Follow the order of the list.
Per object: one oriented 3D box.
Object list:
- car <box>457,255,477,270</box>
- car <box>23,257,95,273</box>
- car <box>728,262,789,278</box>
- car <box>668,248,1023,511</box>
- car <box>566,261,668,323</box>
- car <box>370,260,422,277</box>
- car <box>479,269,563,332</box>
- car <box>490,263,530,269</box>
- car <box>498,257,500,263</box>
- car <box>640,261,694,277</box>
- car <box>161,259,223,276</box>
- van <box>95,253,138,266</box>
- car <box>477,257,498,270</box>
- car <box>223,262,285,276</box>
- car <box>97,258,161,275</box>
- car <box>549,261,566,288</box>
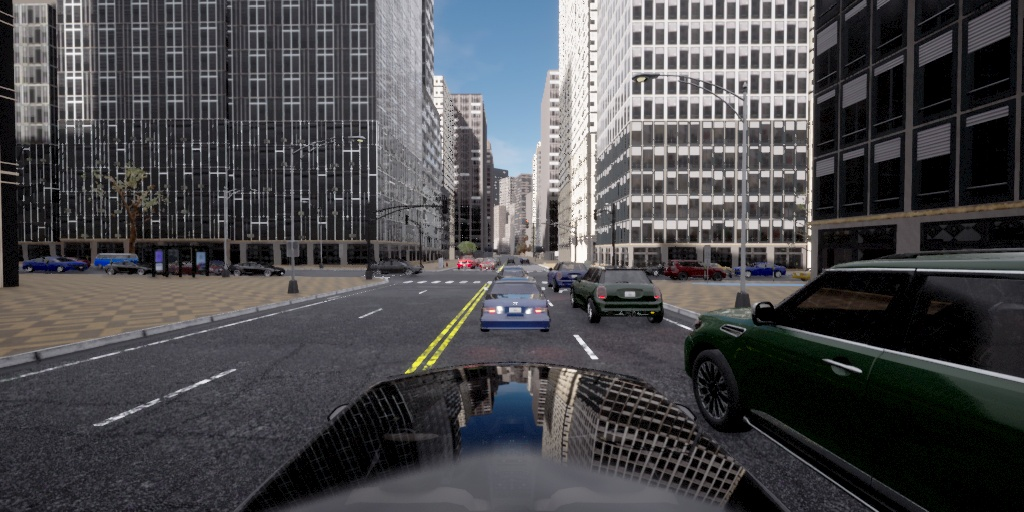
[{"bbox_3d":[-6.721,0.933,53.374,2.150,2.045,5.566,0,0,0],"label":"car"},{"bbox_3d":[-44.912,0.838,35.339,5.008,1.535,1.882,1,1,1],"label":"car"},{"bbox_3d":[25.684,1.420,37.426,5.008,1.535,1.882,1,1,1],"label":"car"},{"bbox_3d":[3.345,0.971,2.394,2.150,2.045,5.566,0,0,0],"label":"car"},{"bbox_3d":[3.324,1.097,12.240,2.097,1.767,4.553,0,0,0],"label":"car"},{"bbox_3d":[-11.196,1.173,34.723,4.892,1.490,1.837,0,1,1],"label":"car"},{"bbox_3d":[0.079,1.293,10.793,2.033,1.411,5.357,0,0,0],"label":"car"},{"bbox_3d":[0.052,1.304,20.036,1.994,1.385,4.181,0,0,0],"label":"car"},{"bbox_3d":[-3.480,1.229,60.074,1.812,1.442,4.674,0,0,0],"label":"car"},{"bbox_3d":[16.206,1.364,37.589,4.892,1.490,1.837,0,1,-1],"label":"car"},{"bbox_3d":[-28.493,1.136,32.336,4.207,1.307,1.802,0,0,1],"label":"car"},{"bbox_3d":[-45.388,0.602,41.127,3.998,1.789,1.690,0,0,1],"label":"van"},{"bbox_3d":[-3.440,1.066,51.230,2.097,1.767,4.553,0,0,-1],"label":"car"},{"bbox_3d":[-22.809,1.172,32.217,4.313,1.339,1.948,0,0,1],"label":"car"},{"bbox_3d":[-34.174,1.067,32.495,4.313,1.339,1.948,0,0,1],"label":"car"},{"bbox_3d":[3.300,1.091,21.104,2.097,1.767,4.553,0,0,0],"label":"car"}]
